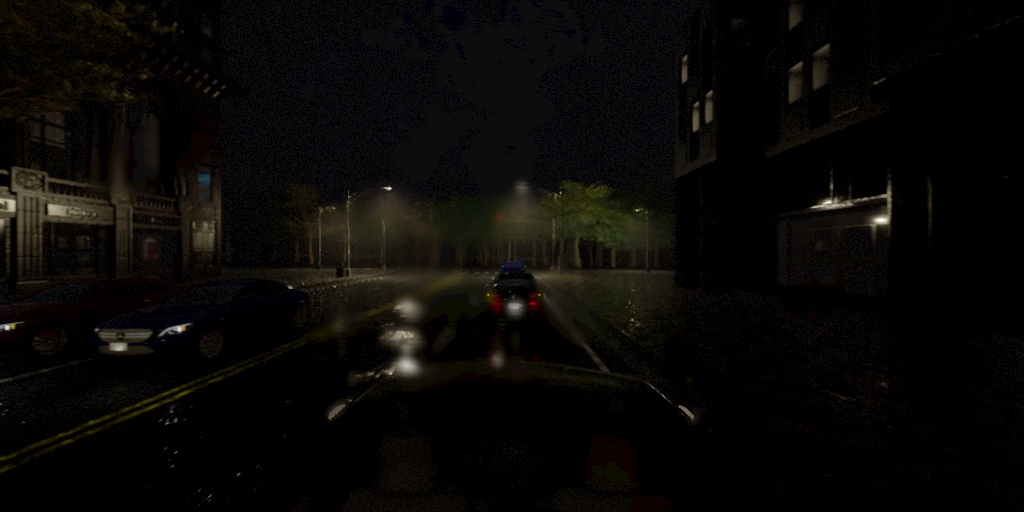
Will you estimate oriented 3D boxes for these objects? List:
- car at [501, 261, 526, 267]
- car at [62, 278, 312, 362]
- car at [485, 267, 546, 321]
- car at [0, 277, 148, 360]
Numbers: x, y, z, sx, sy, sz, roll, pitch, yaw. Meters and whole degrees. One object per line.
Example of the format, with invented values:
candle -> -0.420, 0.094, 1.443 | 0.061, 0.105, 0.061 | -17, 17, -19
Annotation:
car -> 0.116, 1.158, 28.445 | 1.882, 1.535, 5.008 | 0, 0, 0
car -> -6.560, 1.265, 8.323 | 1.812, 1.442, 4.674 | 0, 0, 0
car -> 0.099, 1.257, 12.276 | 1.812, 1.442, 4.674 | 0, 0, 0
car -> -9.809, 1.265, 8.483 | 1.812, 1.442, 4.674 | 0, 0, 0
